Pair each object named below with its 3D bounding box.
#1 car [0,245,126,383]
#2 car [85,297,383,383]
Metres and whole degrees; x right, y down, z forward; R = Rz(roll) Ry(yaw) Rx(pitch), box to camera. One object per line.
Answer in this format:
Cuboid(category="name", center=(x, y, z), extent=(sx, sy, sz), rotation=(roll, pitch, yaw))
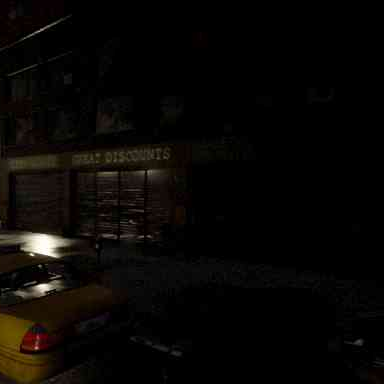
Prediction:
Cuboid(category="car", center=(-3.056, 1.524, 5.267), extent=(4.829, 1.417, 1.752), rotation=(0, 1, 36))
Cuboid(category="car", center=(1.628, 1.551, 1.922), extent=(4.403, 1.369, 2.008), rotation=(0, 1, 36))
